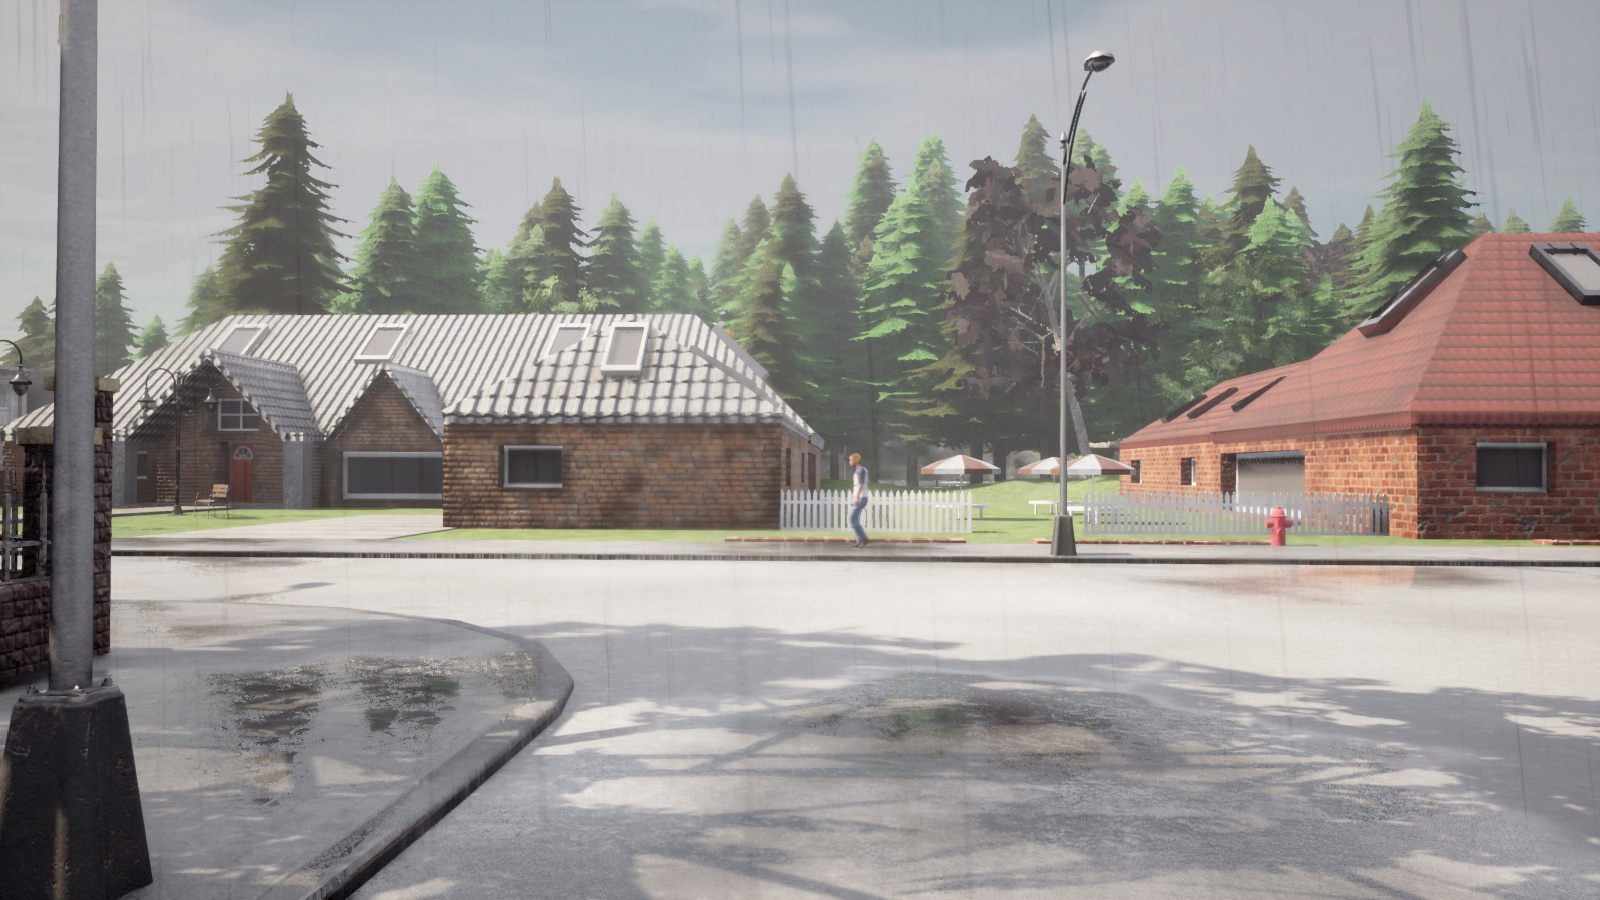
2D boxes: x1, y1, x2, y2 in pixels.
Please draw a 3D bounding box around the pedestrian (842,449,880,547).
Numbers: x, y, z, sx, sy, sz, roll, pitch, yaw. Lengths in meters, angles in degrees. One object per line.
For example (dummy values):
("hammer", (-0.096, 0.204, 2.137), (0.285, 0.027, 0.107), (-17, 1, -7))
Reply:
("pedestrian", (1.152, 0.911, 23.786), (0.706, 1.836, 0.354), (0, -1, 2))
